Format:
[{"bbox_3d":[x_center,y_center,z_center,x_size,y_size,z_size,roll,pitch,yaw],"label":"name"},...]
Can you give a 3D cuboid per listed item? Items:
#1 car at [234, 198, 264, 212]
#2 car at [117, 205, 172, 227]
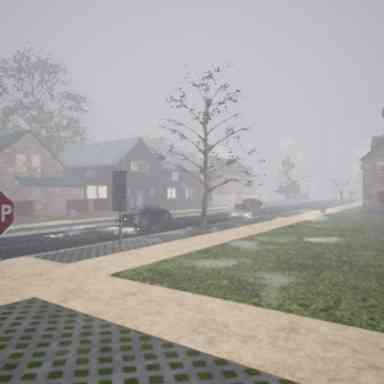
[{"bbox_3d":[6.569,1.402,37.892,1.882,1.535,5.008,0,0,34],"label":"car"},{"bbox_3d":[-3.223,1.575,23.248,1.994,1.385,4.181,0,0,33],"label":"car"}]
